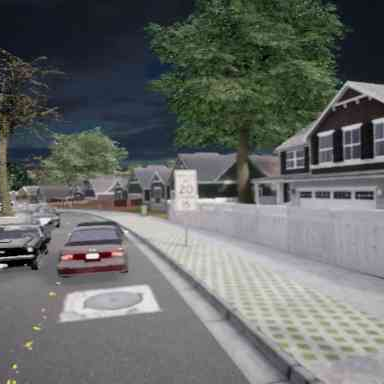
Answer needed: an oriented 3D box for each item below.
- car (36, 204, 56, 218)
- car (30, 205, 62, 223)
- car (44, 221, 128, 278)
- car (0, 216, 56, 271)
[{"bbox_3d":[-16.922,2.175,38.431,1.994,1.385,4.181,-1,-1,-26],"label":"car"},{"bbox_3d":[-10.727,1.805,24.514,2.128,1.511,4.902,-1,0,-22],"label":"car"},{"bbox_3d":[-3.034,1.644,10.624,2.033,1.411,5.357,-1,0,-13],"label":"car"},{"bbox_3d":[-5.972,1.762,11.345,1.895,1.301,4.718,-1,0,-18],"label":"car"}]
